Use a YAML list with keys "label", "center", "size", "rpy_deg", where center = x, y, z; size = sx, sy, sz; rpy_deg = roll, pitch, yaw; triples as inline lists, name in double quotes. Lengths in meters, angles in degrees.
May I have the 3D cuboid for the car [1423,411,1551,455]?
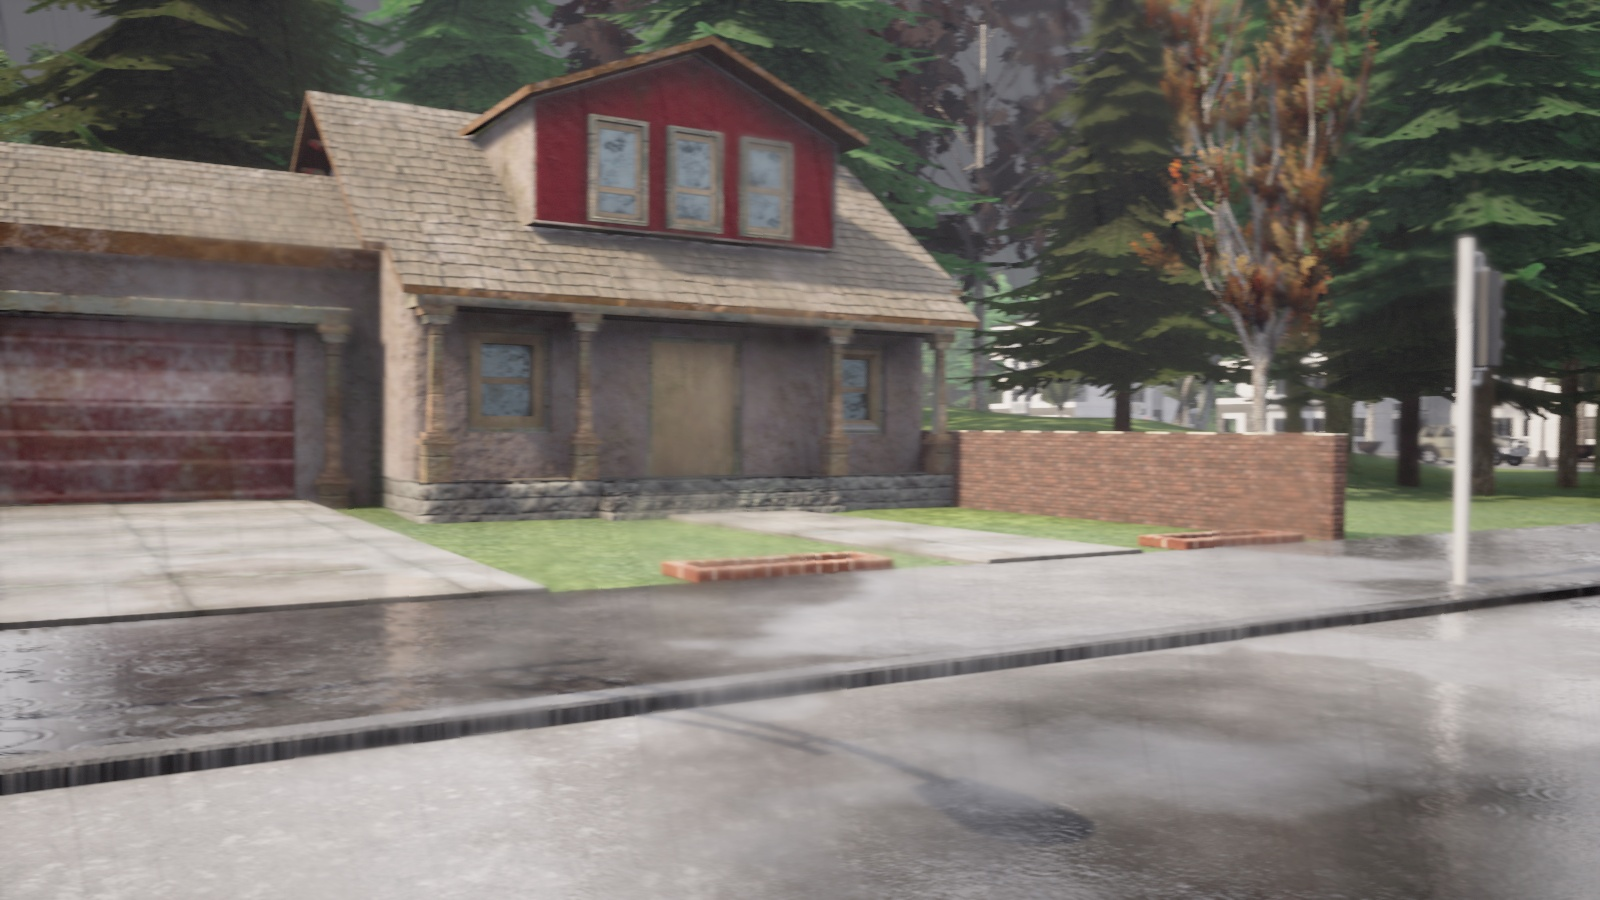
- label: "car"
  center: [30.290, -0.763, 55.467]
  size: [1.932, 1.855, 4.605]
  rpy_deg: [-1, 1, -32]
